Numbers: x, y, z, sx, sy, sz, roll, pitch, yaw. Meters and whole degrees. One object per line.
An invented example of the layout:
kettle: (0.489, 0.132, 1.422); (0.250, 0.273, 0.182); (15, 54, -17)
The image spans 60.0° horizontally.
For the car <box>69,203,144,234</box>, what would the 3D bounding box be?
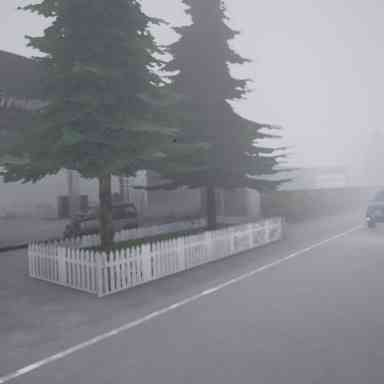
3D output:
car: (-5.931, 1.766, 23.465); (2.242, 1.667, 4.611); (-2, 0, 39)

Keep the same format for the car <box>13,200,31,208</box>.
car: (-39.412, 2.755, 76.189); (3.866, 1.878, 1.905); (-2, 0, 39)

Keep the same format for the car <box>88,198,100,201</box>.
car: (-21.235, 2.241, 69.799); (3.633, 1.501, 1.845); (-2, 0, 39)

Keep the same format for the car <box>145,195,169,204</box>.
car: (-7.818, 1.693, 74.146); (5.027, 1.636, 2.152); (-2, 0, 39)

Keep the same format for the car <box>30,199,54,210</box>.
car: (-27.569, 2.483, 62.073); (4.514, 1.523, 2.007); (-2, 0, 39)

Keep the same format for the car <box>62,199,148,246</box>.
car: (-4.284, 1.530, 16.527); (1.905, 1.878, 3.866); (-2, 0, 39)

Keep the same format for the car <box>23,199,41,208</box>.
car: (-37.898, 2.712, 78.703); (4.605, 1.855, 1.932); (-2, 0, 39)

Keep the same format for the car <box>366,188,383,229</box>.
car: (11.067, 0.798, 17.921); (2.150, 2.045, 5.566); (-2, 0, 40)
